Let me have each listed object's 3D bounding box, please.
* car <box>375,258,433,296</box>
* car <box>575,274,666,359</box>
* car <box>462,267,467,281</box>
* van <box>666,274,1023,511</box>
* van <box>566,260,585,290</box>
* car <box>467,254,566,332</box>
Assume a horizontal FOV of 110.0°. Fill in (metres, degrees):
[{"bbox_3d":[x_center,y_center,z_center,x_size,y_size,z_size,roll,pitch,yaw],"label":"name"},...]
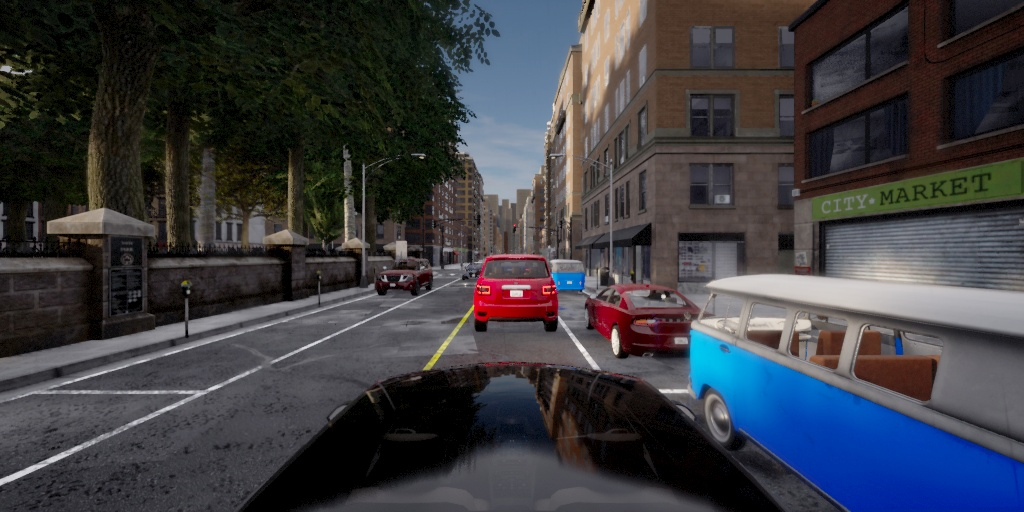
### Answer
[{"bbox_3d":[-5.671,1.059,19.557,2.192,1.841,5.009,0,0,0],"label":"car"},{"bbox_3d":[2.855,1.294,8.277,1.888,1.381,4.507,0,0,0],"label":"car"},{"bbox_3d":[-3.005,1.345,30.055,1.994,1.385,4.181,0,0,0],"label":"car"},{"bbox_3d":[2.856,1.091,2.616,1.690,1.789,3.998,0,0,0],"label":"van"},{"bbox_3d":[2.854,1.085,19.598,1.690,1.789,3.998,0,0,0],"label":"van"},{"bbox_3d":[0.096,0.970,11.036,2.150,2.045,5.566,0,0,0],"label":"car"}]
